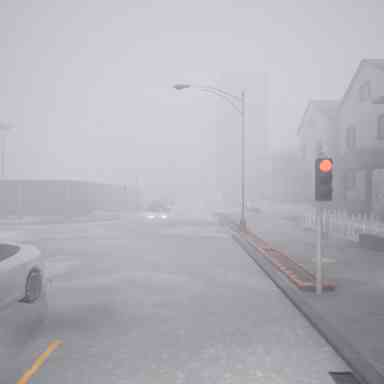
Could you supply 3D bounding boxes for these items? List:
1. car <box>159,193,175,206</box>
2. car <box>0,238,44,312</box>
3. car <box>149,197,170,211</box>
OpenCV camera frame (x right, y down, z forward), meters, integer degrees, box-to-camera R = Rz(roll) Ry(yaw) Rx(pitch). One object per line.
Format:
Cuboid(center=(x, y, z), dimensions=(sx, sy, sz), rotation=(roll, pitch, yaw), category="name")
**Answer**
Cuboid(center=(-4.050, 1.223, 54.541), dimensions=(2.150, 2.045, 5.566), rotation=(0, 0, 2), category="car")
Cuboid(center=(-4.100, 1.526, 5.471), dimensions=(1.812, 1.442, 4.674), rotation=(0, 0, 0), category="car")
Cuboid(center=(-4.097, 1.601, 40.991), dimensions=(1.895, 1.301, 4.718), rotation=(0, 0, 0), category="car")
